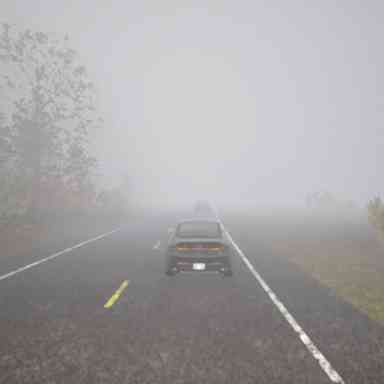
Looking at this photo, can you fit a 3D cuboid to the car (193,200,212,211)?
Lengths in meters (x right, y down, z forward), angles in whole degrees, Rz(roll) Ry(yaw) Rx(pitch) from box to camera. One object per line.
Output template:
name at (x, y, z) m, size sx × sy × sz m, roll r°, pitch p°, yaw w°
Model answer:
car at (1.284, 1.754, 39.246) m, size 2.097 × 1.767 × 4.553 m, roll 0°, pitch -1°, yaw 3°

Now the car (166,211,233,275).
car at (0.219, 1.614, 10.766) m, size 1.837 × 1.490 × 4.892 m, roll 0°, pitch 0°, yaw 1°
